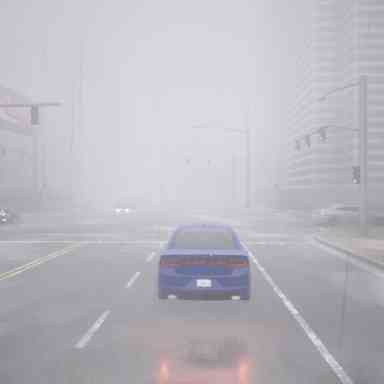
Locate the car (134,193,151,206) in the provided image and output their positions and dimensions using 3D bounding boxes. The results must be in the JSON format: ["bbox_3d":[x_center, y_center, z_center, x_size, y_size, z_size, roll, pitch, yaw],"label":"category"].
[{"bbox_3d":[-8.831,1.221,55.520,2.150,2.045,5.566,0,0,2],"label":"car"}]

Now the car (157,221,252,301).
[{"bbox_3d":[0.308,1.478,8.424,1.882,1.535,5.008,0,0,2],"label":"car"}]

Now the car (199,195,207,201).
[{"bbox_3d":[2.762,1.524,86.201,1.812,1.442,4.674,0,0,2],"label":"car"}]

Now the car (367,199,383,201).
[{"bbox_3d":[17.226,1.505,32.333,4.892,1.490,1.837,0,0,2],"label":"car"}]

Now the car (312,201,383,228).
[{"bbox_3d":[10.307,1.526,21.830,4.674,1.442,1.812,0,0,1],"label":"car"}]

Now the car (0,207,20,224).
[{"bbox_3d":[-14.153,1.351,22.481,4.553,1.767,2.097,0,0,2],"label":"car"}]

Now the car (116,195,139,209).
[{"bbox_3d":[-9.143,1.564,46.176,1.994,1.385,4.181,0,0,2],"label":"car"}]

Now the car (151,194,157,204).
[{"bbox_3d":[-8.421,1.547,66.200,2.033,1.411,5.357,0,0,3],"label":"car"}]
